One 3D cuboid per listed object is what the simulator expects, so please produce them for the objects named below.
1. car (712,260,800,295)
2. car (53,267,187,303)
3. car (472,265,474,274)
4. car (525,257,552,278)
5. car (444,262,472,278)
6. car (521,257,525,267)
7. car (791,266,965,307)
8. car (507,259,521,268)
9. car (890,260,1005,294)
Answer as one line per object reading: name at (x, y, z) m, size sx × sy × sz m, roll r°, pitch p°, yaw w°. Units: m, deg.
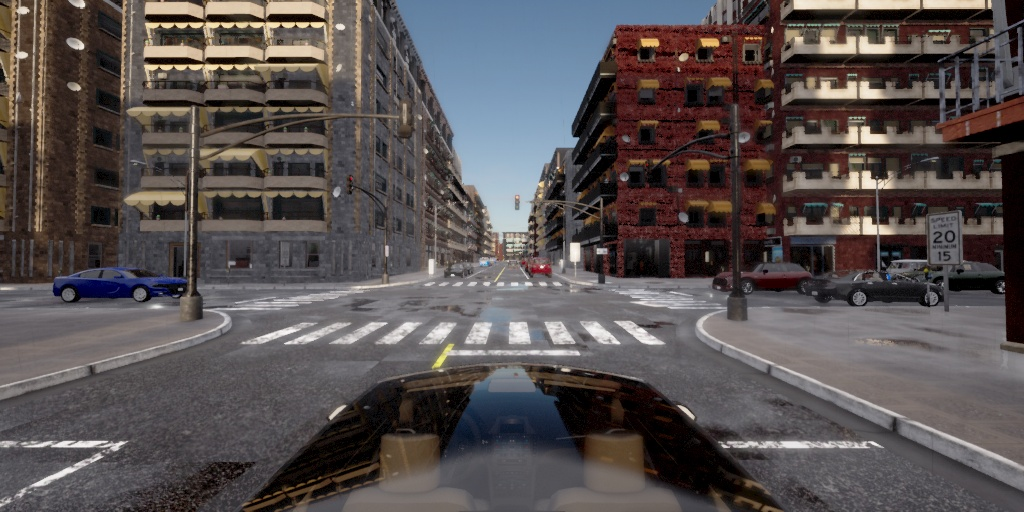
car at (13.246, 1.102, 19.115) m, size 4.553 × 1.767 × 2.097 m, roll 0°, pitch -1°, yaw -1°
car at (-17.589, 1.254, 16.320) m, size 5.008 × 1.535 × 1.882 m, roll 0°, pitch -1°, yaw 0°
car at (-5.250, 1.331, 39.544) m, size 1.948 × 1.339 × 4.313 m, roll 0°, pitch 0°, yaw 0°
car at (2.622, 1.077, 34.015) m, size 2.192 × 1.841 × 5.009 m, roll 0°, pitch 0°, yaw 0°
car at (-5.259, 1.328, 33.983) m, size 1.948 × 1.339 × 4.313 m, roll 0°, pitch 0°, yaw 0°
car at (2.641, 1.086, 45.138) m, size 2.192 × 1.841 × 5.009 m, roll 0°, pitch 0°, yaw 0°
car at (13.765, 1.185, 13.702) m, size 4.403 × 1.370 × 2.007 m, roll 0°, pitch 0°, yaw 0°
car at (0.207, 1.314, 63.539) m, size 2.128 × 1.511 × 4.902 m, roll 0°, pitch 0°, yaw 0°
car at (23.095, 1.079, 19.096) m, size 4.553 × 1.767 × 2.097 m, roll 0°, pitch -1°, yaw 0°
